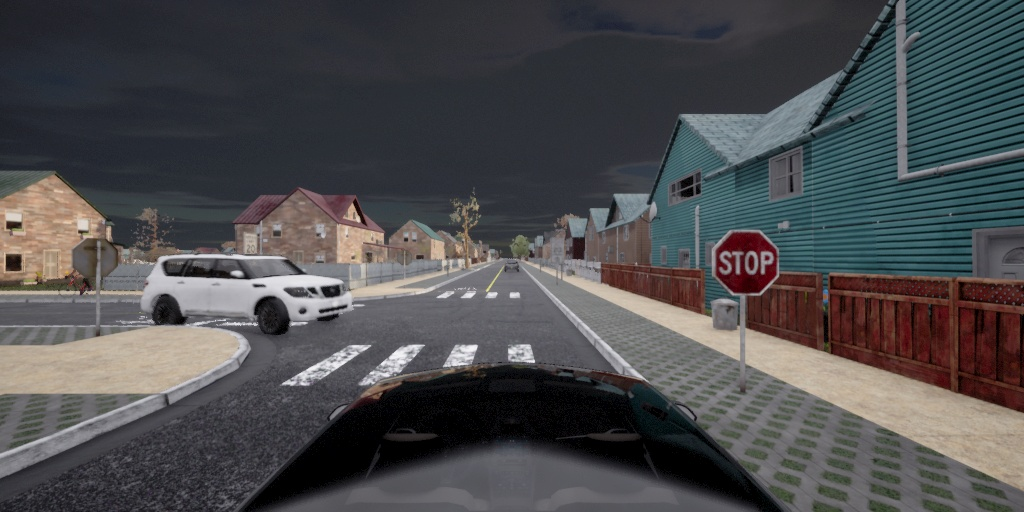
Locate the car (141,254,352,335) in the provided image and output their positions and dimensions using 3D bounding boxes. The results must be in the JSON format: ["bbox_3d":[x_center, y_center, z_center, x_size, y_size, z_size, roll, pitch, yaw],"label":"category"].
[{"bbox_3d":[-7.497,0.954,10.250,5.566,2.045,2.150,0,-1,11],"label":"car"}]

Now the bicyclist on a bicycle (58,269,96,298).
[{"bbox_3d":[-20.257,1.098,16.822,0.582,1.620,1.656,0,0,-1],"label":"bicyclist on a bicycle"}]

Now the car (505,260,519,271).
[{"bbox_3d":[-0.040,1.263,48.400,2.128,1.511,4.902,0,0,0],"label":"car"}]
